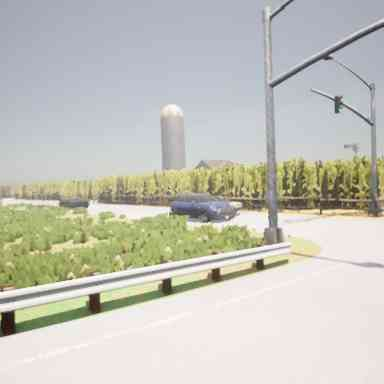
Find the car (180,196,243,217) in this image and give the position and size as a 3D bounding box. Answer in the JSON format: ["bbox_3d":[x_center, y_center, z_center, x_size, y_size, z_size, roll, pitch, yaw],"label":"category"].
[{"bbox_3d":[1.390,1.012,25.194,1.895,1.301,4.718,-4,2,-42],"label":"car"}]

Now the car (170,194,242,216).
[{"bbox_3d":[0.575,0.909,21.146,2.097,1.767,4.553,-4,2,-41],"label":"car"}]

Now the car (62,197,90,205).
[{"bbox_3d":[-13.144,1.237,37.130,1.895,1.301,4.718,-4,2,-40],"label":"car"}]
